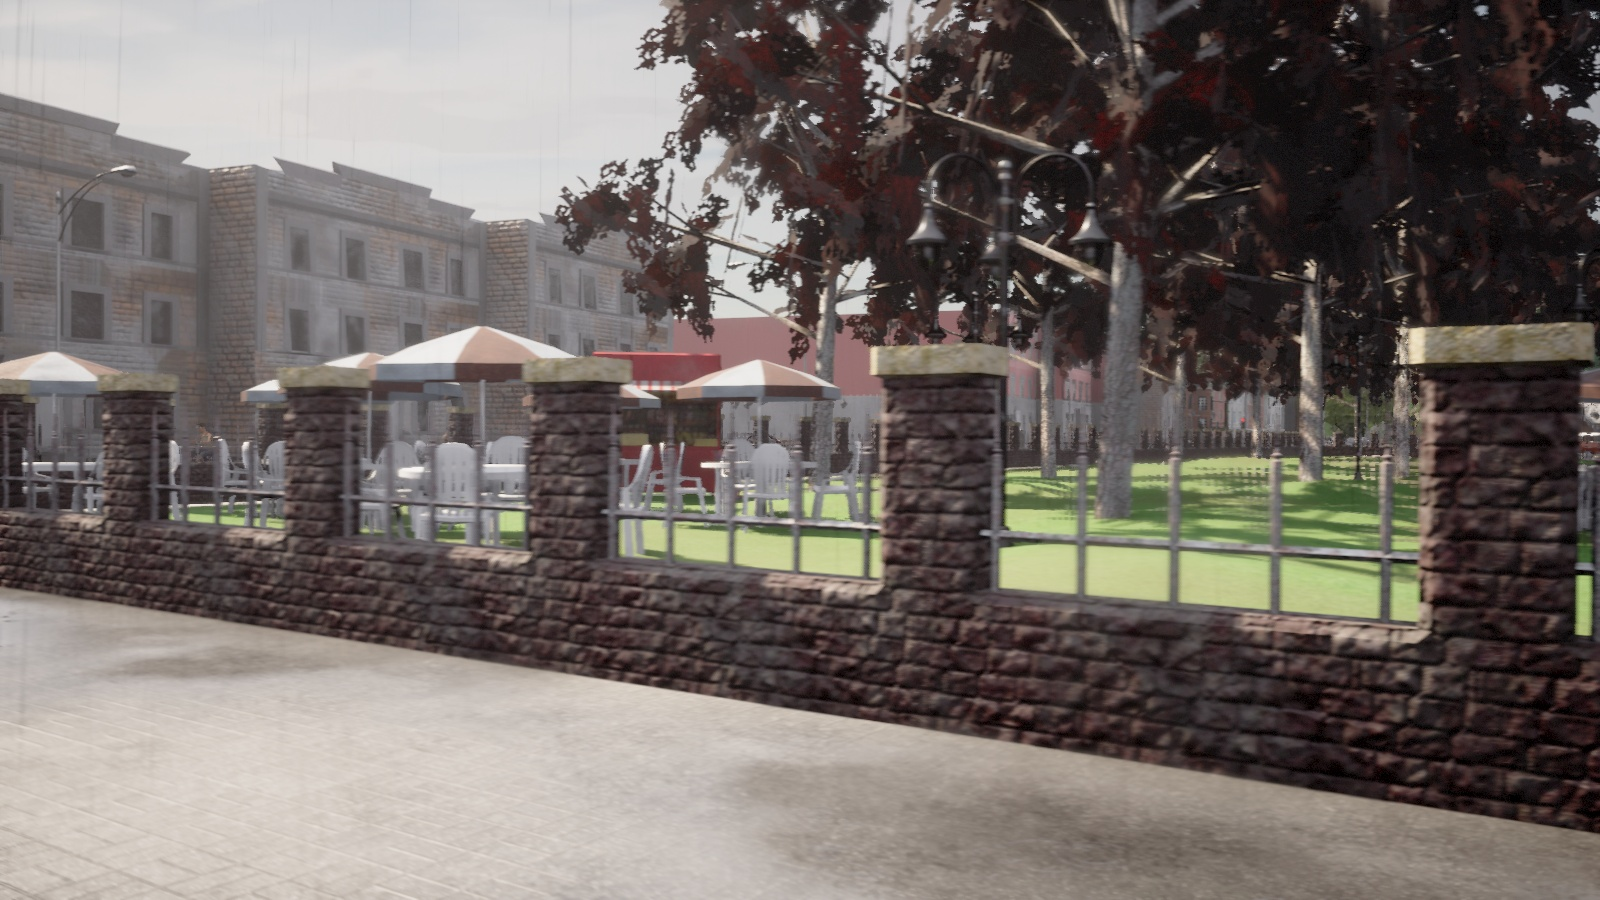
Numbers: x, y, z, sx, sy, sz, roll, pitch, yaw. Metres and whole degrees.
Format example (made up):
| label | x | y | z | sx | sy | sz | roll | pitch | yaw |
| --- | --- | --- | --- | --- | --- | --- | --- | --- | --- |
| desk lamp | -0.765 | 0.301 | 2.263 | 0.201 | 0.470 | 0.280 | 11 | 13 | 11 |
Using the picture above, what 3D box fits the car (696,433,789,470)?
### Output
| label | x | y | z | sx | sy | sz | roll | pitch | yaw |
| --- | --- | --- | --- | --- | --- | --- | --- | --- | --- |
| car | -2.393 | 0.039 | 53.327 | 1.816 | 1.474 | 4.193 | 0 | 1 | 34 |
